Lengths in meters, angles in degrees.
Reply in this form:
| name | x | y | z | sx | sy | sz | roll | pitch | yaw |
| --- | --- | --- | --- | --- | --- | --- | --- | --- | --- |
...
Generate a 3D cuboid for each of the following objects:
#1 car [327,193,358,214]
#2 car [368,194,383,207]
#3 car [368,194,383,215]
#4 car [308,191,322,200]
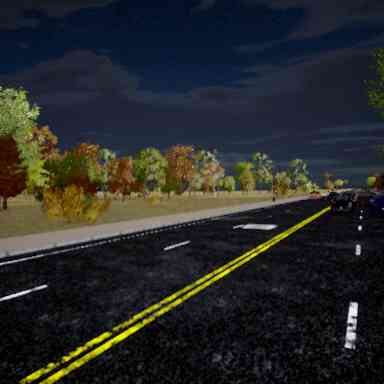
| name | x | y | z | sx | sy | sz | roll | pitch | yaw |
| --- | --- | --- | --- | --- | --- | --- | --- | --- | --- |
| car | 13.755 | 1.102 | 30.346 | 2.128 | 1.511 | 4.902 | 0 | 1 | 27 |
| car | 22.402 | 0.985 | 40.127 | 2.033 | 1.411 | 5.357 | 0 | 0 | 28 |
| car | 16.180 | 1.128 | 28.153 | 1.812 | 1.442 | 4.674 | 0 | 1 | 28 |
| car | 23.532 | 0.586 | 63.695 | 2.097 | 1.767 | 4.553 | 0 | 1 | 28 |
